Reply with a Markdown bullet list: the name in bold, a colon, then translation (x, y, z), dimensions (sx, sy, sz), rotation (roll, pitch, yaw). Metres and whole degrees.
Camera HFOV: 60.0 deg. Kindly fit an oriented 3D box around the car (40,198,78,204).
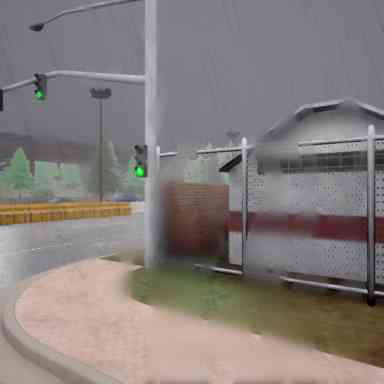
- **car**: translation (-15.929, 1.505, 39.646), dimensions (1.837, 1.490, 4.892), rotation (0, 0, 34)
